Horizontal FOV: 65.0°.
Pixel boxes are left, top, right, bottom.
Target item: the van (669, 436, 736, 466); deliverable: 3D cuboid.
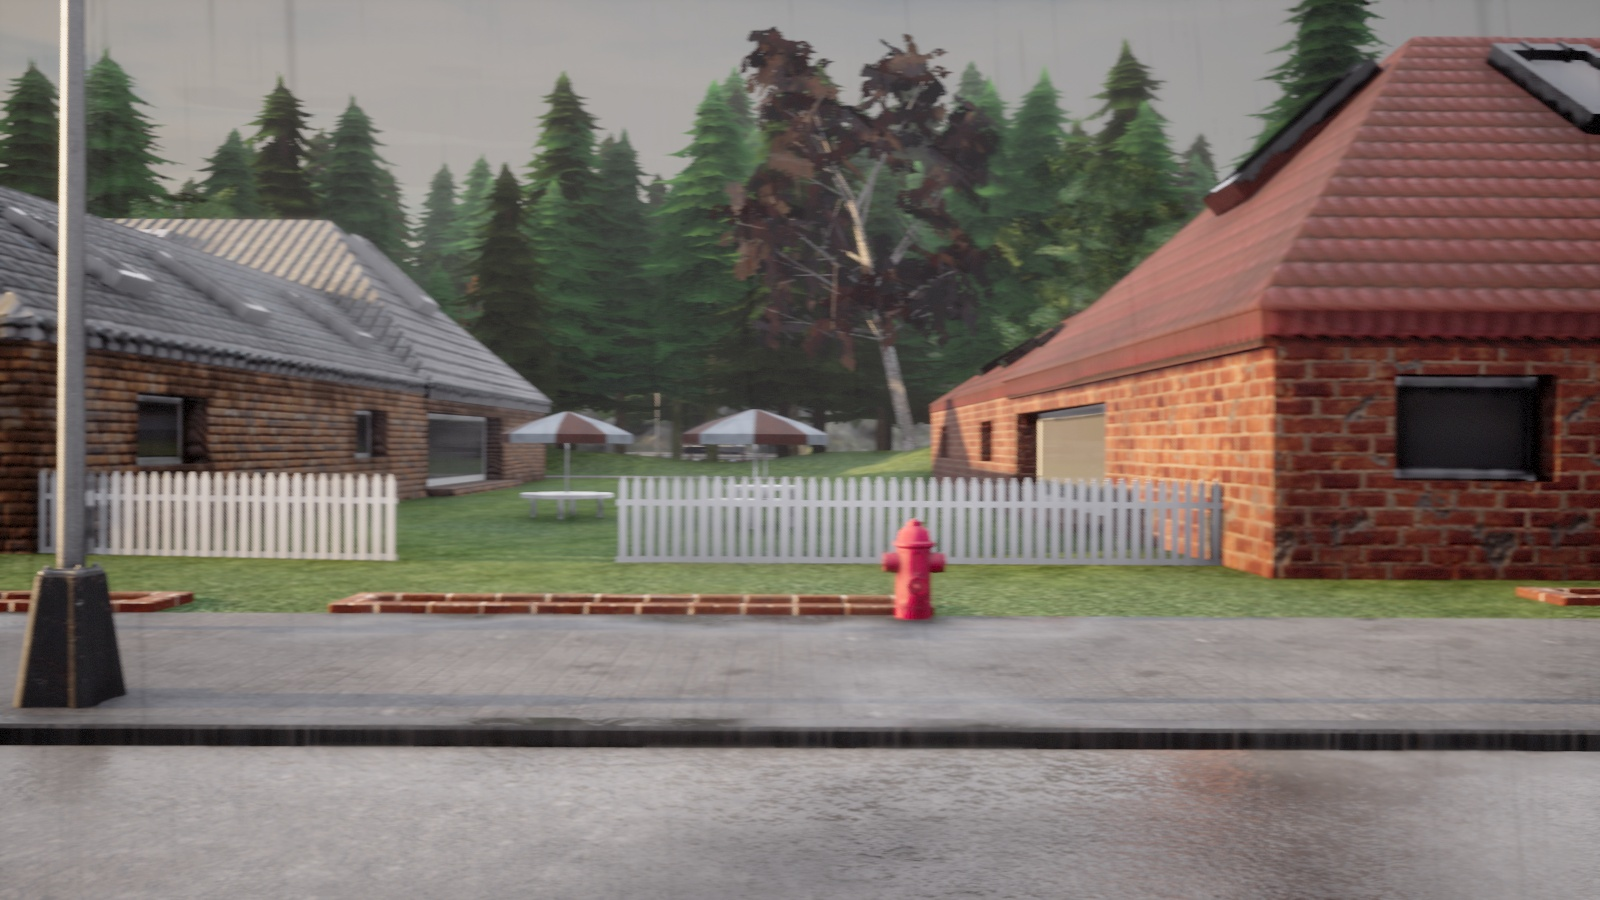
[{"bbox_3d":[-6.640,0.081,86.249,4.480,2.038,2.069,0,0,-1],"label":"van"}]
